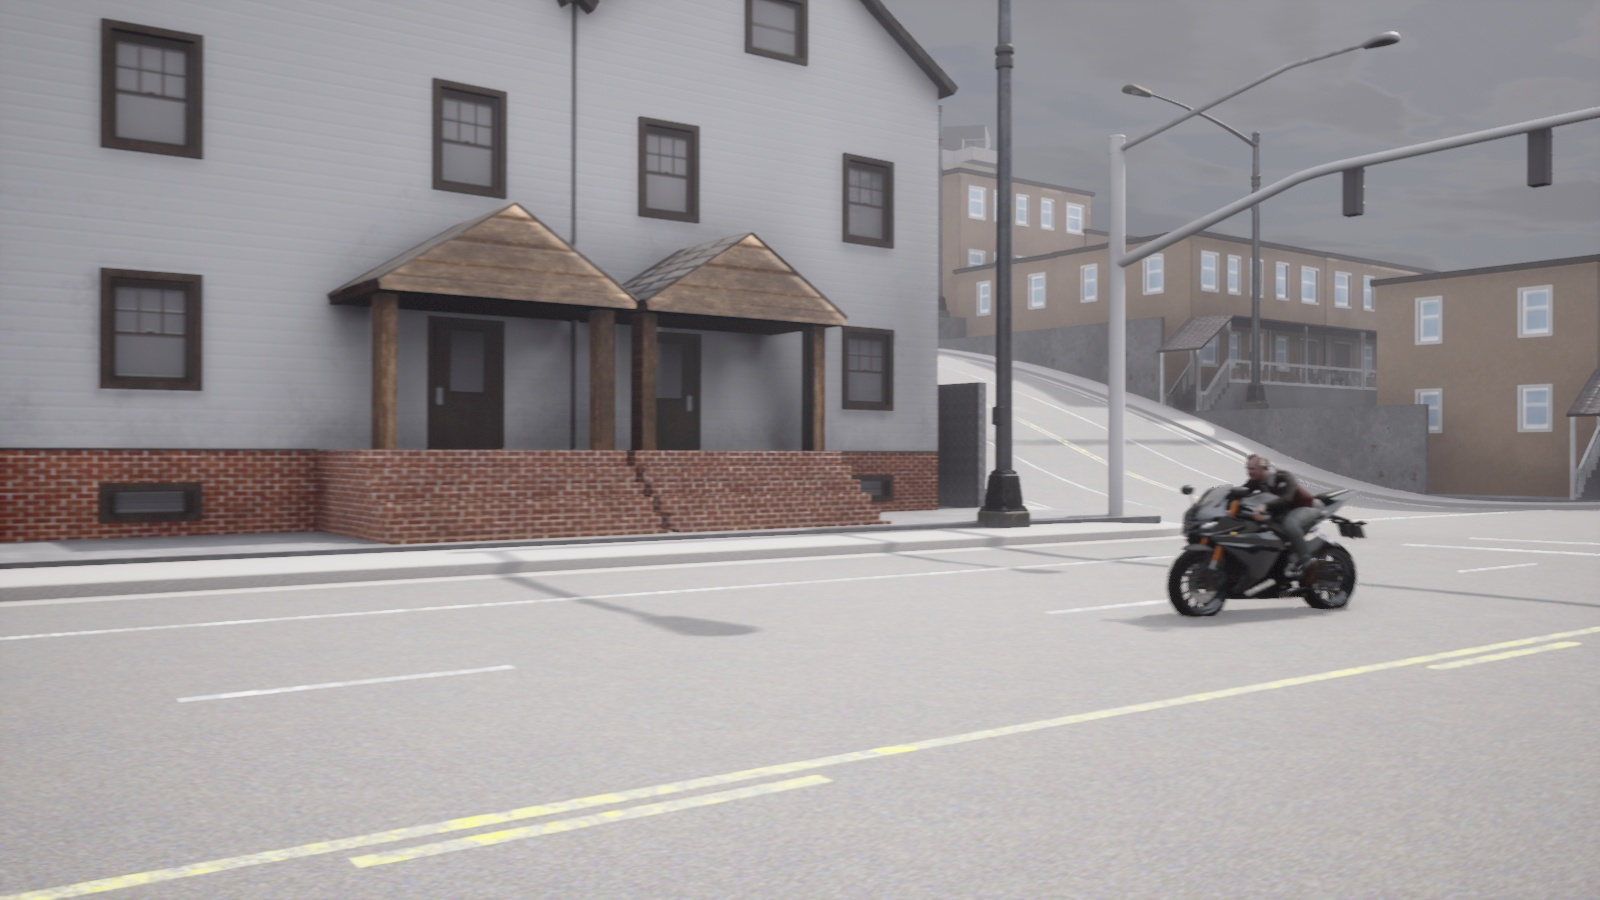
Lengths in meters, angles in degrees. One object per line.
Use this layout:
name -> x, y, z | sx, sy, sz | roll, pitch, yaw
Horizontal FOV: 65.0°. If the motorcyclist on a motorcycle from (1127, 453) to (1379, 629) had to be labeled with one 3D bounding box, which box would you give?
motorcyclist on a motorcycle -> 4.245, 0.800, 11.763 | 2.191, 1.530, 0.866 | 0, 0, -22
